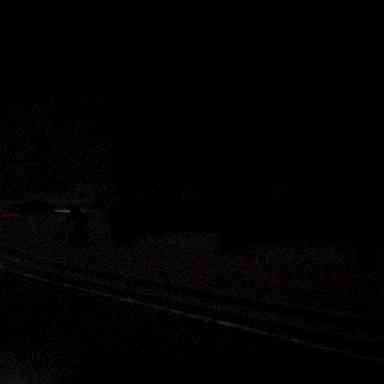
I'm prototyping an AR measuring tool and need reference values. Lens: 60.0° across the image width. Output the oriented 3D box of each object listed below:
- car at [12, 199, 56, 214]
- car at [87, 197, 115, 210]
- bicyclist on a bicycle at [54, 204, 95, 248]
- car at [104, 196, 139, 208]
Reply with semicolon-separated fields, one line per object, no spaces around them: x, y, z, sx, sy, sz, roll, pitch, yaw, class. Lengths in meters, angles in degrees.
-16.760;1.501;35.671;1.882;1.535;5.008;-1;0;17;car
-10.574;1.418;41.112;1.882;1.535;5.008;0;0;34;car
-4.503;1.291;12.823;0.582;1.620;1.656;0;-1;44;bicyclist on a bicycle
-10.066;1.387;47.836;1.882;1.535;5.008;0;1;34;car
